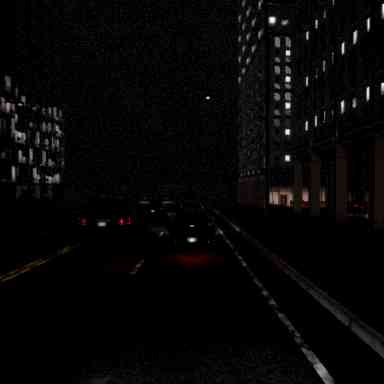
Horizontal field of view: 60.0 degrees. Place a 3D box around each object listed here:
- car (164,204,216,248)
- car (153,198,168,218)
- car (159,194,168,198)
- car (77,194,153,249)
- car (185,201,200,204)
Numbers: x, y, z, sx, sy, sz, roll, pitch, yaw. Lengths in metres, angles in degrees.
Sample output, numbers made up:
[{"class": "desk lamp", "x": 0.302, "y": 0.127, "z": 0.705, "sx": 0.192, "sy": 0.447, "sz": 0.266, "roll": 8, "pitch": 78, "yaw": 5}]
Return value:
[{"class": "car", "x": 0.000, "y": 1.508, "z": 14.653, "sx": 1.837, "sy": 1.490, "sz": 4.892, "roll": 0, "pitch": 0, "yaw": 0}, {"class": "car", "x": -3.250, "y": 1.553, "z": 29.655, "sx": 1.994, "sy": 1.385, "sz": 4.181, "roll": 0, "pitch": 0, "yaw": 0}, {"class": "car", "x": -6.500, "y": 1.351, "z": 75.947, "sx": 1.837, "sy": 1.490, "sz": 4.892, "roll": 0, "pitch": 0, "yaw": 0}, {"class": "car", "x": -3.250, "y": 1.250, "z": 14.681, "sx": 2.150, "sy": 2.045, "sz": 5.566, "roll": 0, "pitch": 0, "yaw": 0}, {"class": "car", "x": 0.000, "y": 1.544, "z": 29.654, "sx": 2.033, "sy": 1.411, "sz": 5.357, "roll": 0, "pitch": 0, "yaw": 0}]
